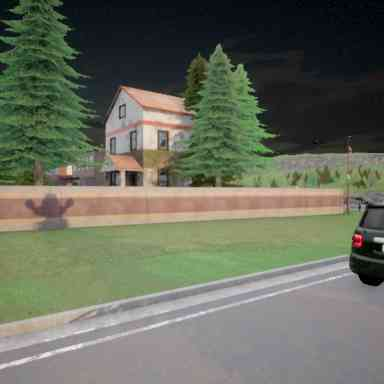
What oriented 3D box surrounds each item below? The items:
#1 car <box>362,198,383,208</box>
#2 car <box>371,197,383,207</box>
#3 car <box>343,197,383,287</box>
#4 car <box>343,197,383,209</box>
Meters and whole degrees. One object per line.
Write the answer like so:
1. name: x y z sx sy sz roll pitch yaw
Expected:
1. car: 27.283 1.560 48.255 1.994 1.385 4.181 0 0 -36
2. car: 30.199 1.543 50.199 2.033 1.411 5.357 0 0 -36
3. car: 6.113 1.221 8.137 5.566 2.045 2.150 0 0 -35
4. car: 24.045 1.500 46.755 1.837 1.490 4.892 0 0 -36
